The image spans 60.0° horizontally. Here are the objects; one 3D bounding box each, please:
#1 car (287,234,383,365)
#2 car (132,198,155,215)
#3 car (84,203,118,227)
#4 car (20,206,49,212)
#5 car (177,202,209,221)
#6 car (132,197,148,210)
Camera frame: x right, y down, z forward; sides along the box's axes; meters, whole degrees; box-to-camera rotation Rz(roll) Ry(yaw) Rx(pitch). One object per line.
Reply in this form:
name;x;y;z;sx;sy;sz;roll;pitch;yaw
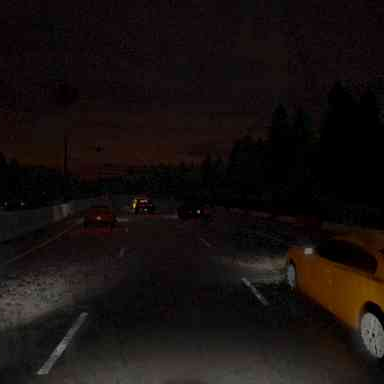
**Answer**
car;3.248;1.478;5.894;1.882;1.535;5.008;0;0;-3
car;-4.901;1.491;34.176;2.128;1.511;4.902;0;0;-11
car;-6.234;1.478;22.976;1.882;1.535;5.008;0;0;-11
car;-15.567;1.547;32.993;2.033;1.411;5.357;0;0;-12
car;-0.004;1.547;27.683;2.033;1.411;5.357;0;0;-11
car;-6.888;1.477;43.994;1.882;1.535;5.008;0;0;-11
